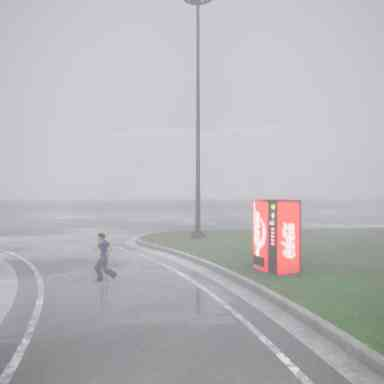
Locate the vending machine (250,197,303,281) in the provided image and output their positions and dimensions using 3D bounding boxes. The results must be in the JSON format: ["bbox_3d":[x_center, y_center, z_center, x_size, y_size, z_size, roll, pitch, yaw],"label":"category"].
[{"bbox_3d":[2.272,1.195,8.999,1.100,2.100,0.880,0,0,-21],"label":"vending machine"}]

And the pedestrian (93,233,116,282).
[{"bbox_3d":[-2.167,1.573,8.269,0.375,1.300,0.375,0,0,-25],"label":"pedestrian"}]
